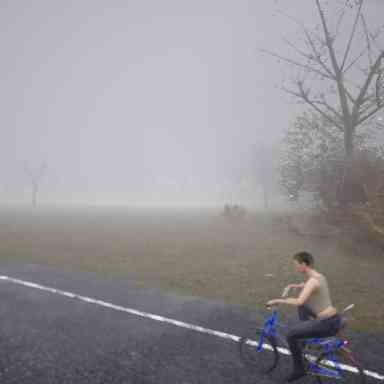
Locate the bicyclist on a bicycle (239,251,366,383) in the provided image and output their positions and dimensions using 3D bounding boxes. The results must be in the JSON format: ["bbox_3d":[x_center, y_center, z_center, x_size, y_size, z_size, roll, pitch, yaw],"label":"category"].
[{"bbox_3d":[1.249,1.505,3.982,1.509,1.612,0.866,0,-1,33],"label":"bicyclist on a bicycle"}]
